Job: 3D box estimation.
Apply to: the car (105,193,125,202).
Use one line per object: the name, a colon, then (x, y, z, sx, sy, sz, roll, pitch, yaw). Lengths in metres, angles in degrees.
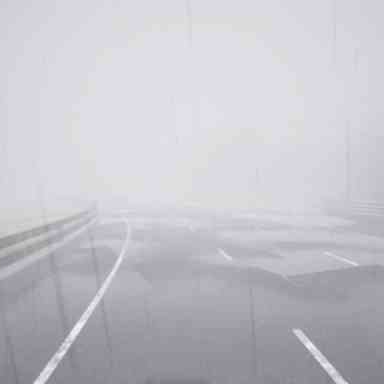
car: (-15.313, 1.046, 65.987, 1.882, 1.535, 5.008, -1, 1, -40)

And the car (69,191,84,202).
car: (-20.895, 0.904, 61.756, 2.150, 2.045, 5.566, -1, 1, -40)

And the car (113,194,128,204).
car: (-12.279, 1.139, 55.371, 1.882, 1.535, 5.008, -1, 1, -31)

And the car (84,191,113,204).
car: (-14.976, 0.923, 53.074, 2.150, 2.045, 5.566, -1, 1, -31)
